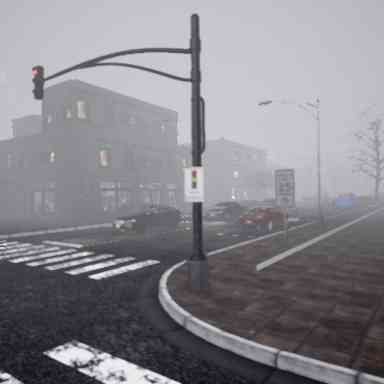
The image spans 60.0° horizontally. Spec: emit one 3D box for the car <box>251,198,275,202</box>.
[{"bbox_3d":[8.503,1.437,36.026,1.812,1.442,4.674,-1,0,35],"label":"car"}]

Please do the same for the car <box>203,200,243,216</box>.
[{"bbox_3d":[3.107,1.544,32.802,2.008,1.369,4.403,-1,0,35],"label":"car"}]

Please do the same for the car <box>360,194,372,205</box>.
[{"bbox_3d":[25.755,1.228,50.709,1.947,1.339,4.313,-1,0,35],"label":"car"}]

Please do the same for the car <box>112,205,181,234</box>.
[{"bbox_3d":[-2.616,1.550,20.038,2.128,1.511,4.902,-1,0,35],"label":"car"}]

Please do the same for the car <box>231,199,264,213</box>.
[{"bbox_3d":[6.260,1.517,37.339,1.947,1.339,4.313,-1,0,35],"label":"car"}]

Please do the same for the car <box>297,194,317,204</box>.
[{"bbox_3d":[18.874,1.368,55.491,1.802,1.307,4.206,-1,0,35],"label":"car"}]

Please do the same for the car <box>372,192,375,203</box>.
[{"bbox_3d":[28.908,1.166,55.247,1.887,1.381,4.507,-1,0,35],"label":"car"}]

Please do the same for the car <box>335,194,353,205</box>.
[{"bbox_3d":[24.444,1.168,53.388,1.882,1.535,5.008,-1,0,34],"label":"car"}]

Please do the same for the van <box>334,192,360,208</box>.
[{"bbox_3d":[19.446,1.086,41.633,1.690,1.788,3.998,-1,0,35],"label":"van"}]

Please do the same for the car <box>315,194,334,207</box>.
[{"bbox_3d":[18.593,1.367,44.952,1.895,1.301,4.718,-1,0,35],"label":"car"}]

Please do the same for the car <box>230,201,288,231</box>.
[{"bbox_3d":[4.360,1.489,19.919,1.887,1.381,4.507,-1,0,35],"label":"car"}]

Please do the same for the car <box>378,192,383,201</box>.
[{"bbox_3d":[35.214,0.981,64.323,1.967,1.590,4.097,-1,0,35],"label":"car"}]

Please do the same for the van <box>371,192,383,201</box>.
[{"bbox_3d":[38.366,0.842,68.860,1.690,1.788,3.998,-1,0,35],"label":"van"}]

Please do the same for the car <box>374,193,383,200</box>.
[{"bbox_3d":[41.522,1.006,73.398,1.887,1.381,4.507,-1,0,35],"label":"car"}]

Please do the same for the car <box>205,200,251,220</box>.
[{"bbox_3d":[2.913,1.511,27.988,1.812,1.442,4.674,-1,0,35],"label":"car"}]

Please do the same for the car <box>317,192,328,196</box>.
[{"bbox_3d":[25.178,1.020,64.567,2.192,1.841,5.009,-1,0,35],"label":"car"}]

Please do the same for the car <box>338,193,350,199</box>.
[{"bbox_3d":[37.794,1.090,82.719,1.887,1.381,4.507,-1,0,35],"label":"car"}]

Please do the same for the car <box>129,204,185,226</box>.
[{"bbox_3d":[-2.521,1.649,24.701,1.802,1.307,4.206,-1,0,35],"label":"car"}]

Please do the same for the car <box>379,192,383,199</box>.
[{"bbox_3d":[47.827,0.823,82.475,1.967,1.590,4.097,-1,0,35],"label":"car"}]
